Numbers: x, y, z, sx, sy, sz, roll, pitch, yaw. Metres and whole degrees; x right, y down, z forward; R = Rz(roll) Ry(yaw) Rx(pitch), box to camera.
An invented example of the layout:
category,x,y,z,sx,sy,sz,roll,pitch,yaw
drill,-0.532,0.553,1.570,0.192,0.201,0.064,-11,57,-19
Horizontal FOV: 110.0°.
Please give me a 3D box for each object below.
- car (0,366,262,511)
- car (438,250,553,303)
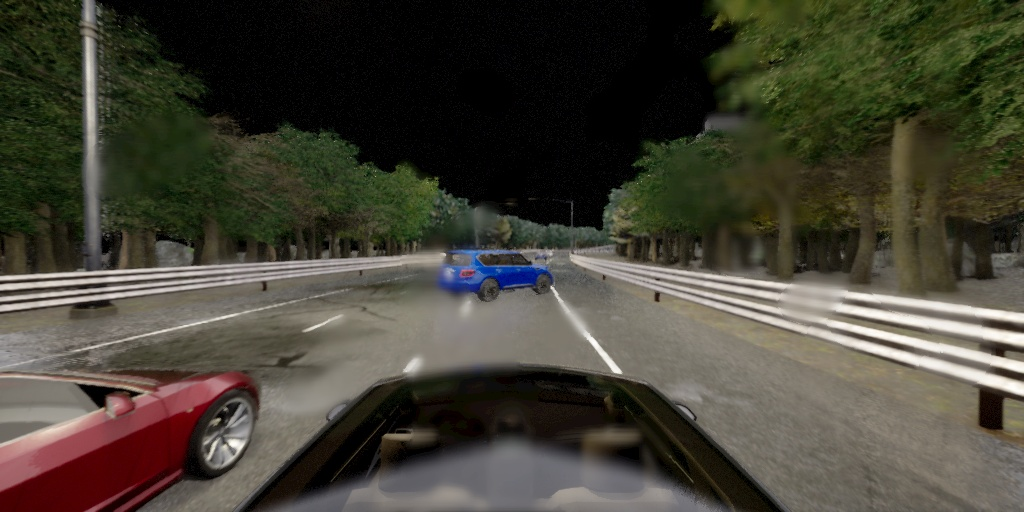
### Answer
category,x,y,z,sx,sy,sz,roll,pitch,yaw
car,-3.511,1.247,1.664,2.163,1.488,4.792,0,1,0
car,-0.543,0.749,15.581,2.150,2.045,5.566,1,2,43
